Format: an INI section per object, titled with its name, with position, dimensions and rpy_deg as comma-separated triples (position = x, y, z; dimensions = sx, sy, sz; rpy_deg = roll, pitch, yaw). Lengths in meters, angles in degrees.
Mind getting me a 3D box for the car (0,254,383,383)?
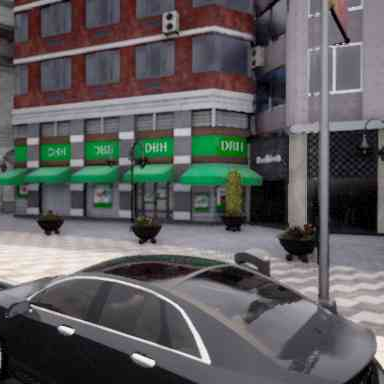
[car]
position = -0.622, 1.490, 3.764
dimensions = 4.892, 1.490, 1.837
rpy_deg = 0, 0, 36
